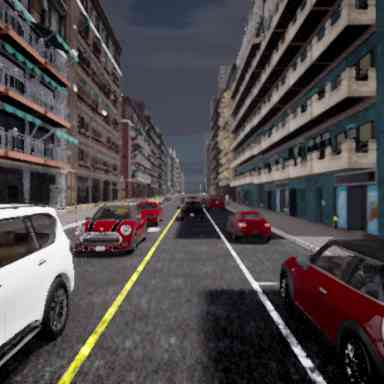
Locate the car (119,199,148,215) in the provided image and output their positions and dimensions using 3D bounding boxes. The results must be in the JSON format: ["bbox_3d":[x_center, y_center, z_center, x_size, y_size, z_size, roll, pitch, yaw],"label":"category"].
[{"bbox_3d":[-5.683,1.452,32.735,2.008,1.369,4.403,1,0,0],"label":"car"}]

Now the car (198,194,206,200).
[{"bbox_3d":[2.696,1.318,87.956,1.947,1.339,4.313,0,0,0],"label":"car"}]

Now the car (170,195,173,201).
[{"bbox_3d":[-5.684,1.330,76.922,2.008,1.369,4.403,1,0,0],"label":"car"}]

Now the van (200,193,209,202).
[{"bbox_3d":[2.699,1.135,71.385,1.690,1.788,3.998,1,0,0],"label":"van"}]

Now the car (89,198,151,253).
[{"bbox_3d":[-3.091,1.310,13.485,2.097,1.767,4.553,0,0,0],"label":"car"}]

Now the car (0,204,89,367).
[{"bbox_3d":[-3.098,1.212,3.579,2.150,2.045,5.566,0,0,0],"label":"car"}]

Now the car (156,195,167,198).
[{"bbox_3d":[-5.683,1.364,54.657,1.752,1.417,4.829,1,0,0],"label":"car"}]

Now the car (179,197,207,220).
[{"bbox_3d":[0.022,1.424,27.233,1.837,1.490,4.892,0,0,1],"label":"car"}]

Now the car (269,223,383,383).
[{"bbox_3d":[2.700,1.424,5.104,1.967,1.590,4.097,1,0,0],"label":"car"}]

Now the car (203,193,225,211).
[{"bbox_3d":[2.700,1.200,38.245,2.192,1.841,5.009,1,0,0],"label":"car"}]

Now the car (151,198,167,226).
[{"bbox_3d":[-3.062,1.408,22.943,1.882,1.535,5.008,0,0,0],"label":"car"}]

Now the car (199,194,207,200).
[{"bbox_3d":[2.697,1.310,82.432,1.887,1.381,4.507,0,0,0],"label":"car"}]

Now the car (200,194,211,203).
[{"bbox_3d":[2.698,1.249,65.861,1.967,1.590,4.097,1,0,0],"label":"car"}]

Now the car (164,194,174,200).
[{"bbox_3d":[-5.684,1.316,82.445,2.008,1.369,4.403,1,0,0],"label":"car"}]

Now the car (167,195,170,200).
[{"bbox_3d":[-5.683,1.374,60.351,2.008,1.369,4.403,1,0,0],"label":"car"}]

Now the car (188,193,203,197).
[{"bbox_3d":[0.069,1.219,44.346,2.097,1.767,4.553,0,0,0],"label":"car"}]

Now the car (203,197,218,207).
[{"bbox_3d":[2.698,1.420,49.291,1.947,1.339,4.313,1,0,0],"label":"car"}]

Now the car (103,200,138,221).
[{"bbox_3d":[-5.683,1.444,27.042,1.752,1.417,4.829,1,0,0],"label":"car"}]

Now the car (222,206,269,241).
[{"bbox_3d":[2.698,1.532,16.151,1.802,1.307,4.206,1,0,0],"label":"car"}]

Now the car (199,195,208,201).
[{"bbox_3d":[2.697,1.324,76.908,1.887,1.381,4.507,0,0,0],"label":"car"}]
